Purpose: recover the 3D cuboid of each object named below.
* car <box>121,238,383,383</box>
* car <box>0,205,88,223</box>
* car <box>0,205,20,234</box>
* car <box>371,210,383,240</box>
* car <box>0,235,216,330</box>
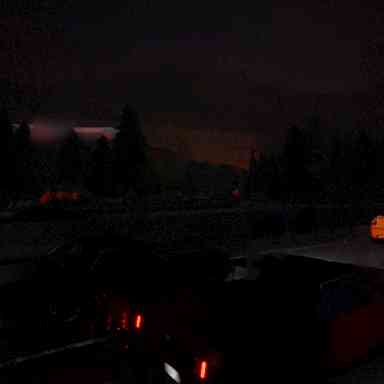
[{"bbox_3d":[1.624,1.586,4.738,4.718,1.301,1.895,0,0,-35],"label":"car"},{"bbox_3d":[-7.470,1.414,15.719,5.008,1.535,1.882,0,0,-34],"label":"car"},{"bbox_3d":[-11.595,1.452,17.092,4.674,1.442,1.812,0,0,-36],"label":"car"},{"bbox_3d":[9.893,1.316,14.538,4.553,1.767,2.097,0,0,-34],"label":"car"},{"bbox_3d":[-1.416,1.575,6.880,4.718,1.301,1.895,0,0,-35],"label":"car"}]
